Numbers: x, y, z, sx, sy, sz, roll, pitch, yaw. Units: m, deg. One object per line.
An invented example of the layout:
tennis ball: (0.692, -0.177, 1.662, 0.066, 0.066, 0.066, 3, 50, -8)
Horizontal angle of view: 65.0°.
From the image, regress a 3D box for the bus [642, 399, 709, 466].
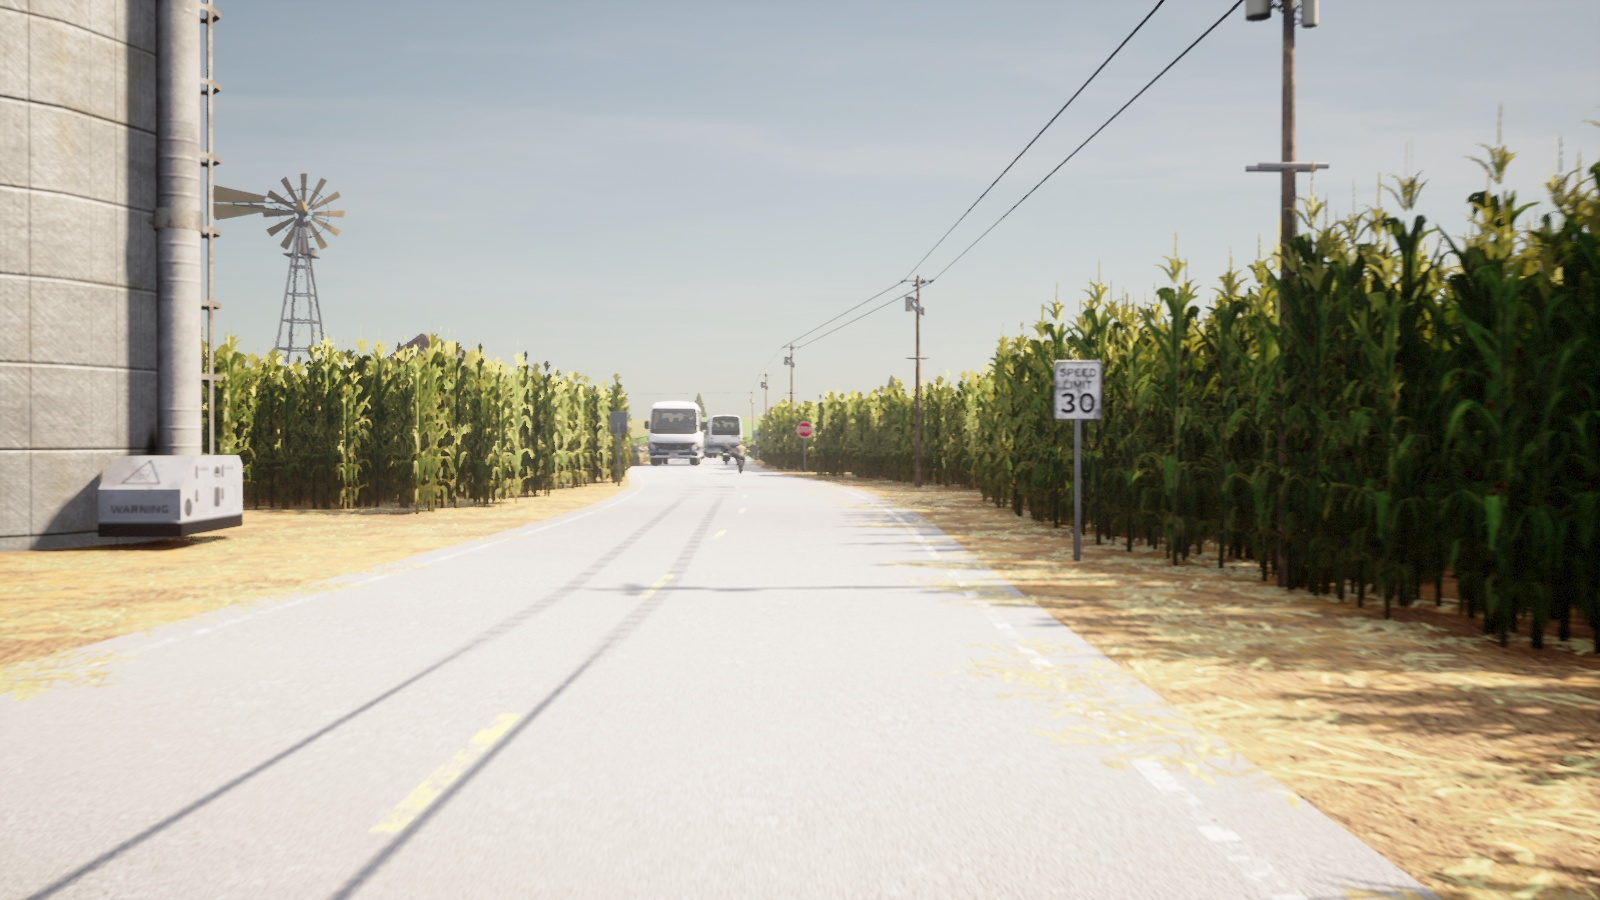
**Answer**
bus: (-8.209, -1.111, 84.380, 3.944, 4.253, 10.273, 0, 0, -3)
